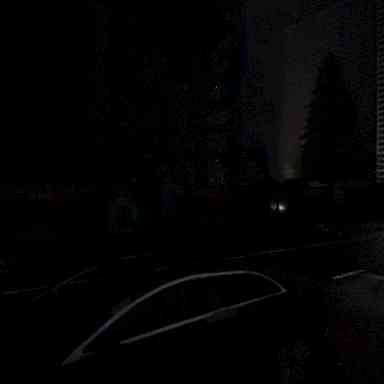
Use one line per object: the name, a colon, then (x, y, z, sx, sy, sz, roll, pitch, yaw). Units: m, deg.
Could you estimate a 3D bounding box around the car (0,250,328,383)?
car: (-0.527, 1.490, 3.610, 4.902, 1.511, 2.128, 0, 0, -35)
